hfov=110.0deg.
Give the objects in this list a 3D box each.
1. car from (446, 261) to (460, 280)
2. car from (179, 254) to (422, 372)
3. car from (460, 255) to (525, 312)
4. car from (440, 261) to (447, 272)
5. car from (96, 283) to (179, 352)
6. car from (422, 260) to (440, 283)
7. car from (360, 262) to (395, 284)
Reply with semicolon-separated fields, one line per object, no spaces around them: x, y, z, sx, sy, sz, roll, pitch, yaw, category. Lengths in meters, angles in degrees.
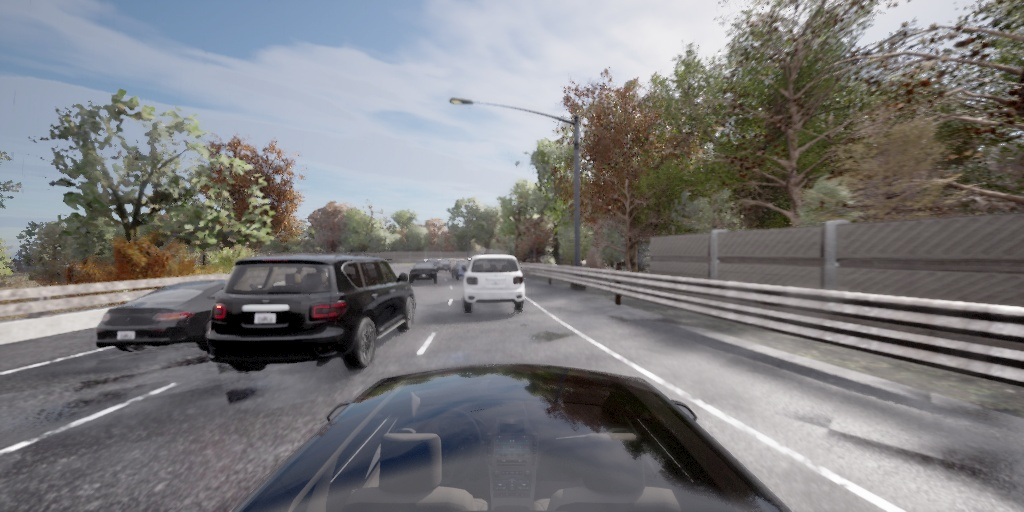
-4.230;1.294;31.444;2.033;1.411;5.357;0;0;-16;car
-3.704;0.986;7.861;2.150;2.045;5.566;0;0;-3;car
-0.838;0.967;14.514;2.150;2.045;5.566;0;0;-6;car
-8.504;1.283;43.878;1.812;1.442;4.674;0;0;-22;car
-7.313;1.306;8.946;1.812;1.442;4.674;0;0;-4;car
-6.834;1.240;27.781;1.882;1.535;5.008;0;0;-14;car
-10.765;1.272;29.055;2.128;1.511;4.902;0;0;-15;car
